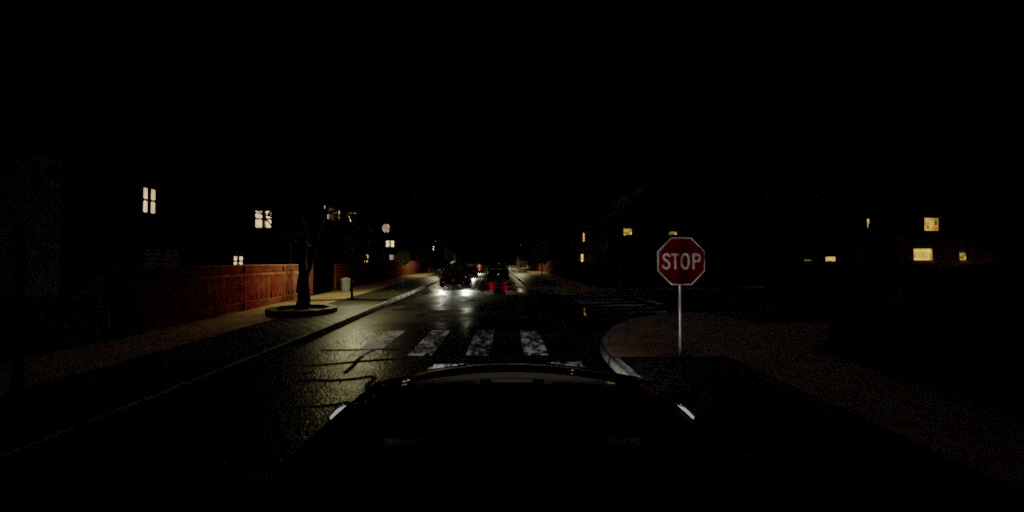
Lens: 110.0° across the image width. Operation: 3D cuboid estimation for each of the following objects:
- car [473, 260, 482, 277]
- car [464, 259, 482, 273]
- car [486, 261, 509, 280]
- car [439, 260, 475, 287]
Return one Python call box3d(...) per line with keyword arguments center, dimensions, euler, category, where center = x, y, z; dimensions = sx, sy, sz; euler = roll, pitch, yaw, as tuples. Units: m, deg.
box3d(center=(-4.478, 1.398, 36.885), dimensions=(2.033, 1.411, 5.357), euler=(0, 0, -3), category="car")
box3d(center=(-5.035, 1.271, 47.225), dimensions=(2.097, 1.767, 4.553), euler=(0, 0, -3), category="car")
box3d(center=(-1.294, 1.319, 32.515), dimensions=(2.128, 1.511, 4.902), euler=(0, 0, -3), category="car")
box3d(center=(-3.835, 1.271, 24.953), dimensions=(1.882, 1.535, 5.008), euler=(0, 0, -3), category="car")
